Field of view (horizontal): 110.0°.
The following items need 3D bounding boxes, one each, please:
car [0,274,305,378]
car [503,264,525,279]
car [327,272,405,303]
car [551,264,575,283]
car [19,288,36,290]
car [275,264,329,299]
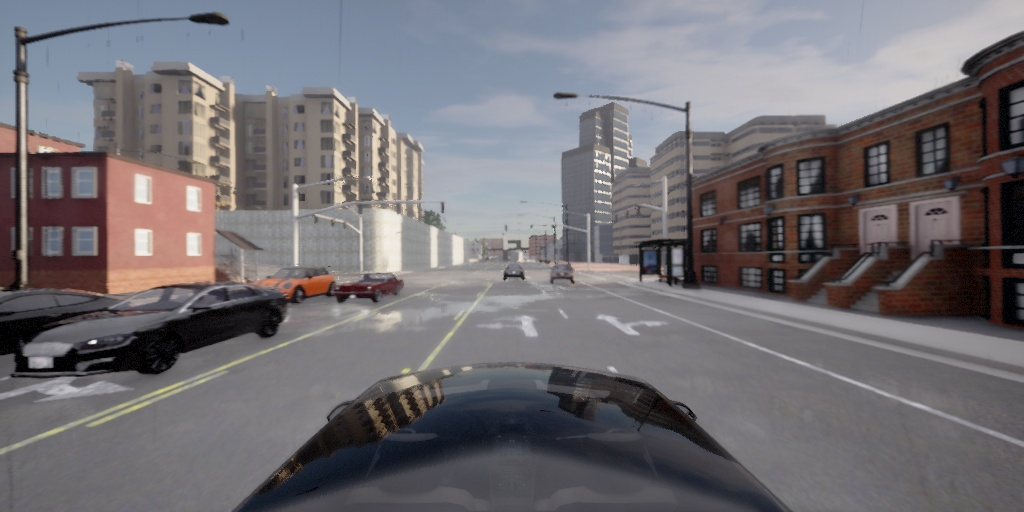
[{"bbox_3d":[-7.090,1.355,7.854,2.128,1.511,4.902,-1,0,0],"label":"car"},{"bbox_3d":[0.193,1.460,34.220,1.994,1.385,4.181,-1,0,0],"label":"car"},{"bbox_3d":[-7.021,1.510,18.063,1.895,1.301,4.718,-1,0,1],"label":"car"},{"bbox_3d":[4.125,1.373,29.099,2.033,1.411,5.357,-1,0,9],"label":"car"},{"bbox_3d":[-10.581,1.429,7.360,1.812,1.442,4.674,-1,0,0],"label":"car"},{"bbox_3d":[-10.528,1.301,17.479,2.097,1.767,4.553,-1,0,1],"label":"car"}]
